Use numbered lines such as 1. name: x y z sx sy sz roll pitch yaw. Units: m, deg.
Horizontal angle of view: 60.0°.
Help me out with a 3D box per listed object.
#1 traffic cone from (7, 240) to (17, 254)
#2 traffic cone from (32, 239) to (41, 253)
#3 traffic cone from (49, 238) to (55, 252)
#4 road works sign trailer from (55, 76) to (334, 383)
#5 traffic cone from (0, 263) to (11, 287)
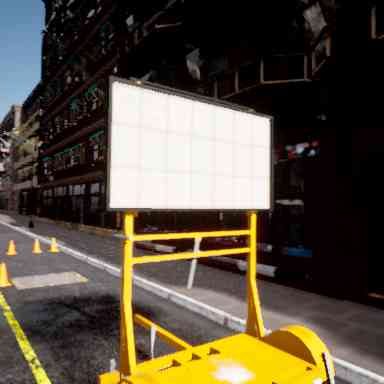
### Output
1. traffic cone: -7.827 2.382 14.448 0.340 0.580 0.340 2 -3 -36
2. traffic cone: -7.017 2.417 15.035 0.340 0.580 0.340 2 -3 -36
3. traffic cone: -6.422 2.441 15.440 0.340 0.580 0.340 0 -3 29
4. road works sign trailer: -0.026 0.626 4.088 2.380 3.560 2.880 2 -3 -36
5. traffic cone: -5.109 2.222 9.008 0.340 0.580 0.340 2 -3 -36
